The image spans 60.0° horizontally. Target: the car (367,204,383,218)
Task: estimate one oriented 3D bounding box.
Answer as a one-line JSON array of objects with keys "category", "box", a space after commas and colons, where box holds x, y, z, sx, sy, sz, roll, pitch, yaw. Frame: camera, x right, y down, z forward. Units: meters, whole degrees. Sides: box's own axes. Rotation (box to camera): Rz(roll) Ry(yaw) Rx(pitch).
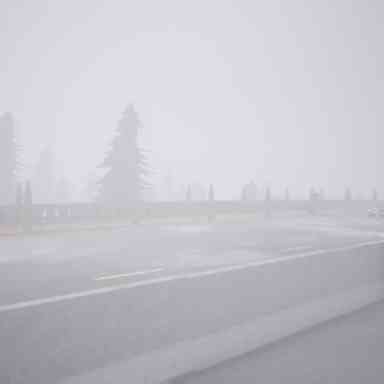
[{"category": "car", "box": [17.481, 1.645, 29.347, 4.718, 1.301, 1.895, 0, 0, -35]}]
